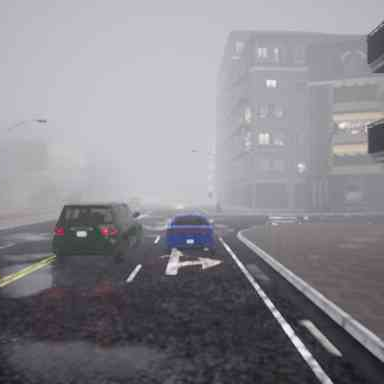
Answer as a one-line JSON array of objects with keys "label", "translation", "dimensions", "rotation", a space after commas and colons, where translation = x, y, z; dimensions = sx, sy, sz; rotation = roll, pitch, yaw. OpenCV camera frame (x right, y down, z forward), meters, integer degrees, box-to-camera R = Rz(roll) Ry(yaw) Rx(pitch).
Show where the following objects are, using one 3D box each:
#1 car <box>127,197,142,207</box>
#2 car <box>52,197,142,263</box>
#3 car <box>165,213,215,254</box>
[{"label": "car", "translation": [-11.692, 1.989, 67.977], "dimensions": [2.150, 2.045, 5.566], "rotation": [0, -1, -2]}, {"label": "car", "translation": [-3.316, 1.361, 12.625], "dimensions": [2.150, 2.045, 5.566], "rotation": [0, 0, 0]}, {"label": "car", "translation": [-0.079, 1.633, 14.333], "dimensions": [1.882, 1.535, 5.008], "rotation": [0, 0, 0]}]
